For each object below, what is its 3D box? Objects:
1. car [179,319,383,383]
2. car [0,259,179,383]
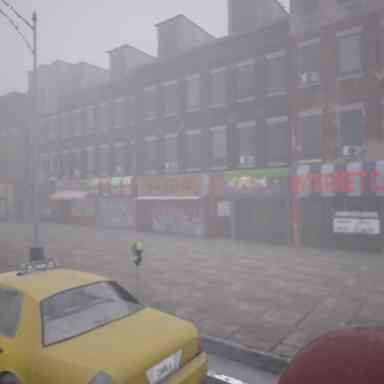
[{"bbox_3d":[2.630,1.299,0.939,5.009,1.841,2.192,-1,-1,36],"label":"car"},{"bbox_3d":[-2.126,1.567,4.332,4.829,1.417,1.752,-1,-1,36],"label":"car"}]
